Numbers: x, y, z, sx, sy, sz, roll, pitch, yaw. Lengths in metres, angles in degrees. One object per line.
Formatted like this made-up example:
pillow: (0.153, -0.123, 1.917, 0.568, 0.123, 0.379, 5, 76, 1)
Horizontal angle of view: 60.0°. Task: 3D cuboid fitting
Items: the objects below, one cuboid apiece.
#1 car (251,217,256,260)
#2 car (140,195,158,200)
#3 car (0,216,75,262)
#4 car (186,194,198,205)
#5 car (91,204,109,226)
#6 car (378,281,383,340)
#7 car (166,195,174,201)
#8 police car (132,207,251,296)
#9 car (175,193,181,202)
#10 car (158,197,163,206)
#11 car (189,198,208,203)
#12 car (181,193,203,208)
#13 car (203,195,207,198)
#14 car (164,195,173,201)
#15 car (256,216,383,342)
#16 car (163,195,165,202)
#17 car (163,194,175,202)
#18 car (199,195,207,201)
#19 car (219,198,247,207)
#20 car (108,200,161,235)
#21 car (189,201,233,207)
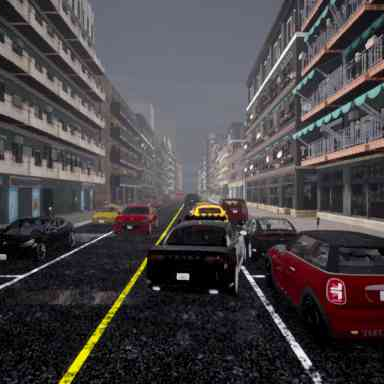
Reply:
car: (2.705, 1.550, 12.105, 2.008, 1.369, 4.403, 0, 0, 0)
car: (-5.645, 1.432, 40.301, 1.967, 1.590, 4.097, 0, 0, 0)
car: (-5.676, 1.565, 12.118, 1.947, 1.339, 4.313, 0, 0, 0)
car: (0.064, 1.337, 59.954, 2.097, 1.767, 4.553, 0, 0, 0)
car: (-5.664, 1.523, 23.221, 1.752, 1.417, 4.829, 0, 0, 0)
car: (2.692, 1.545, 0.833, 1.887, 1.381, 4.507, 0, 0, 0)
car: (-5.596, 1.517, 85.392, 1.887, 1.381, 4.507, 0, 0, 0)
police car: (0.398, 1.421, 8.943, 1.930, 1.638, 5.238, -1, 0, 13)
car: (-2.915, 1.197, 78.371, 2.150, 2.045, 5.566, 0, 0, 0)
car: (-5.638, 1.305, 45.938, 2.192, 1.841, 5.009, 0, 0, 0)
car: (0.856, 1.453, 24.787, 1.801, 1.575, 5.366, 0, 0, -1)
car: (0.052, 1.212, 45.263, 2.150, 2.045, 5.566, 0, 0, 0)
car: (2.772, 1.503, 74.276, 1.752, 1.417, 4.829, 0, 0, 0)
car: (-5.602, 1.415, 79.755, 1.967, 1.590, 4.097, 0, 0, 0)
car: (2.699, 1.440, 6.470, 1.967, 1.590, 4.097, 0, 0, 0)
car: (-5.634, 1.570, 51.574, 1.802, 1.307, 4.206, 0, 0, 0)
car: (-5.607, 1.293, 74.119, 2.192, 1.841, 5.009, 0, 0, 0)
car: (2.784, 1.517, 85.379, 1.887, 1.381, 4.507, 0, 0, 0)
car: (2.718, 1.312, 23.379, 2.192, 1.841, 5.009, 0, 0, 0)
car: (-3.080, 1.476, 18.963, 1.882, 1.535, 5.008, 0, 0, 0)
car: (0.920, 1.476, 18.605, 1.882, 1.535, 5.008, 0, 0, 0)
